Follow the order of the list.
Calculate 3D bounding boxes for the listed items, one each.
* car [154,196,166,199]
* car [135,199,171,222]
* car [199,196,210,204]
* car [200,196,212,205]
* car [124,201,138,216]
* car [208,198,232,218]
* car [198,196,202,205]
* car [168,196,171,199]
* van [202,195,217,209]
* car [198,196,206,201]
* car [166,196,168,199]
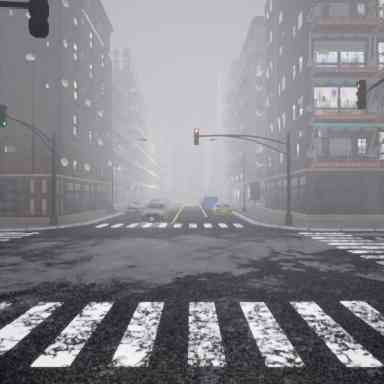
[{"bbox_3d":[-5.373,1.613,49.618,1.802,1.307,4.206,1,0,0],"label":"car"},{"bbox_3d":[-2.810,1.558,26.710,2.033,1.411,5.357,0,0,2],"label":"car"},{"bbox_3d":[2.485,1.604,66.656,2.008,1.369,4.403,1,0,0],"label":"car"},{"bbox_3d":[2.493,1.485,61.000,1.967,1.590,4.097,1,0,0],"label":"car"},{"bbox_3d":[-5.479,1.565,32.645,2.008,1.369,4.403,1,0,0],"label":"car"},{"bbox_3d":[2.663,1.537,30.201,1.752,1.417,4.829,1,0,0],"label":"car"},{"bbox_3d":[2.510,1.347,49.688,2.192,1.841,5.009,1,0,0],"label":"car"},{"bbox_3d":[-5.388,1.627,60.934,1.802,1.307,4.206,1,0,0],"label":"car"},{"bbox_3d":[2.550,1.366,44.034,1.690,1.788,3.998,1,0,0],"label":"van"},{"bbox_3d":[2.462,1.627,83.624,1.887,1.381,4.507,1,0,0],"label":"car"},{"bbox_3d":[-5.380,1.563,55.106,1.752,1.417,4.829,1,0,0],"label":"car"}]
